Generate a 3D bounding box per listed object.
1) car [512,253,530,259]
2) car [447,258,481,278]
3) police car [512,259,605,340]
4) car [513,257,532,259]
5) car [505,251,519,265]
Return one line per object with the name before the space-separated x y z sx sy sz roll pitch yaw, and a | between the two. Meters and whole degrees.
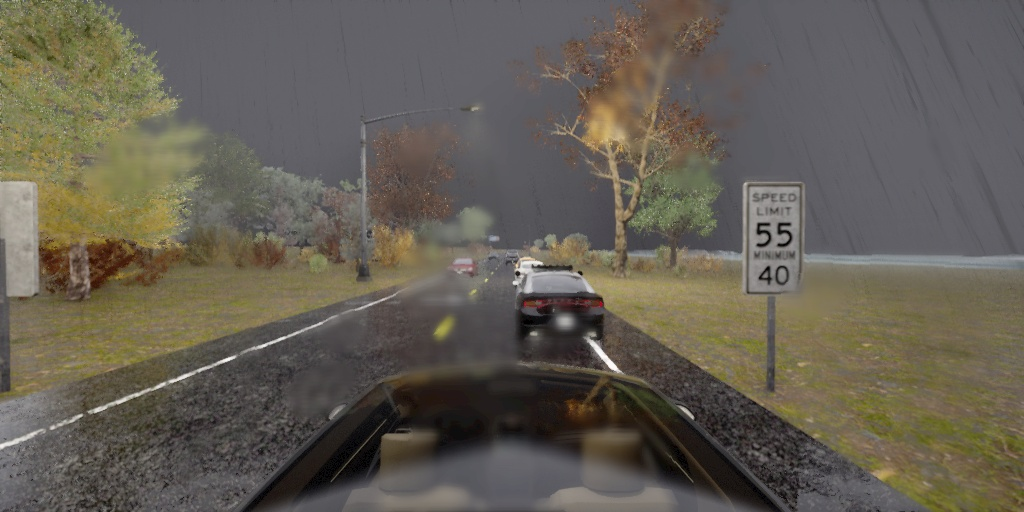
car | 1.069 0.808 25.710 1.801 1.575 5.366 0 1 0
car | -3.573 0.855 27.105 1.812 1.442 4.674 0 1 0
police car | 1.048 1.044 9.638 1.930 1.638 5.238 0 1 0
car | 1.056 0.981 19.523 1.812 1.442 4.674 0 1 0
car | 0.097 0.470 48.787 1.837 1.490 4.892 0 1 1
